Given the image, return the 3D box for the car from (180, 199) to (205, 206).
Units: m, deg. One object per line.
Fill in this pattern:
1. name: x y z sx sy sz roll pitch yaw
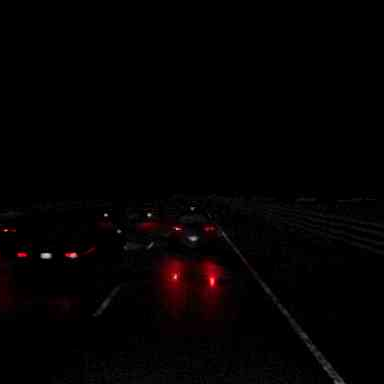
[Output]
1. car: 0.056 1.433 28.910 2.097 1.767 4.553 0 0 0

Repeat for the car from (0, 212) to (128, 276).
1. car: -3.462 1.574 10.440 2.033 1.411 5.357 0 0 0

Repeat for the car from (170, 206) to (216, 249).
1. car: 0.067 1.564 14.663 1.812 1.442 4.674 0 0 0

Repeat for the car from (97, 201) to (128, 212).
1. car: -6.942 1.590 29.269 1.837 1.490 4.892 0 0 0

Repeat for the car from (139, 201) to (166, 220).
1. car: -3.441 1.590 29.326 1.837 1.490 4.892 0 0 0

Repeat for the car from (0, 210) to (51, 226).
1. car: -6.936 1.542 14.070 1.837 1.490 4.892 0 0 0
